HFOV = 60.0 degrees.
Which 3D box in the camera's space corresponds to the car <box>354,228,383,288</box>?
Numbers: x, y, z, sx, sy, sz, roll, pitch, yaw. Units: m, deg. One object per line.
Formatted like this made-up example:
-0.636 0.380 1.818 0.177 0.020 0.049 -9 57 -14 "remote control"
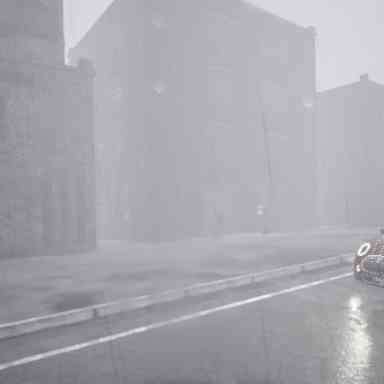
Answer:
6.050 1.349 8.313 4.553 1.767 2.097 0 0 -36 "car"
